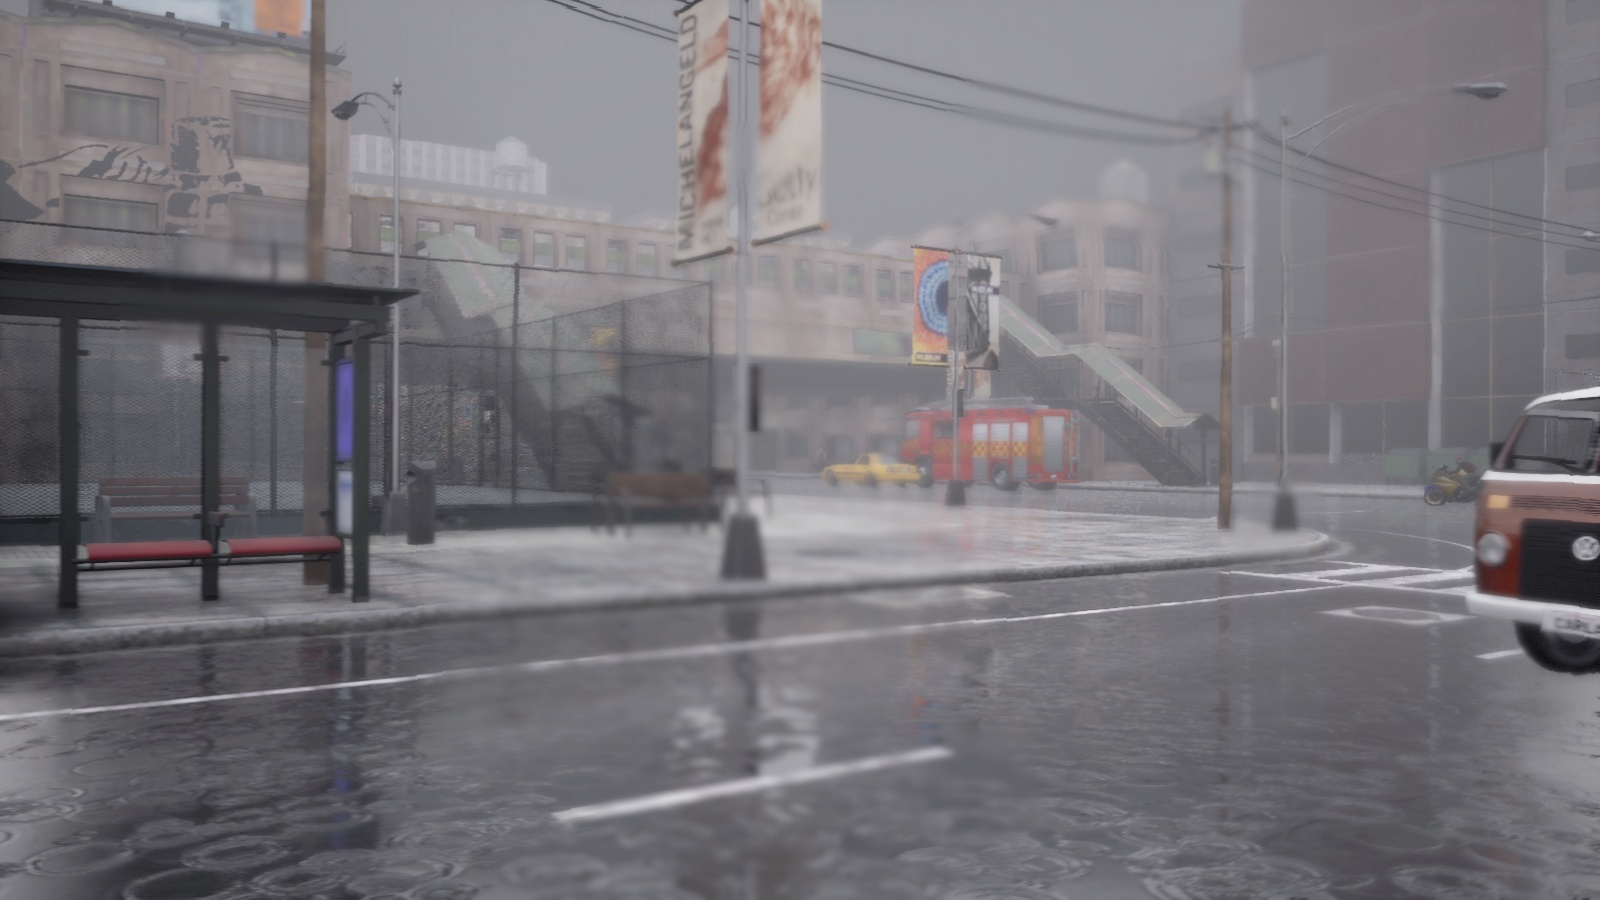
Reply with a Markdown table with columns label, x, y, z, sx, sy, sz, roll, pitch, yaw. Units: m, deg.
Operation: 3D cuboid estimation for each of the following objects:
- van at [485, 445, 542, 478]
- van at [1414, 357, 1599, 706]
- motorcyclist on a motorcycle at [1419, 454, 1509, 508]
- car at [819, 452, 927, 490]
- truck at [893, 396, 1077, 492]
| label | x | y | z | sx | sy | sz | roll | pitch | yaw |
| --- | --- | --- | --- | --- | --- | --- | --- | --- | --- |
| van | -18.428 | 0.762 | 80.685 | 2.069 | 2.038 | 4.480 | 0 | -1 | -34 |
| van | 6.606 | 0.496 | 8.516 | 4.480 | 2.038 | 2.069 | 1 | 0 | -26 |
| motorcyclist on a motorcycle | 19.436 | 0.892 | 36.810 | 0.866 | 1.530 | 2.191 | 0 | 0 | -34 |
| car | 3.128 | 0.869 | 54.847 | 1.801 | 1.575 | 5.366 | 0 | 0 | -34 |
| truck | 7.790 | -0.232 | 54.198 | 2.891 | 3.827 | 8.468 | 0 | 0 | -34 |
